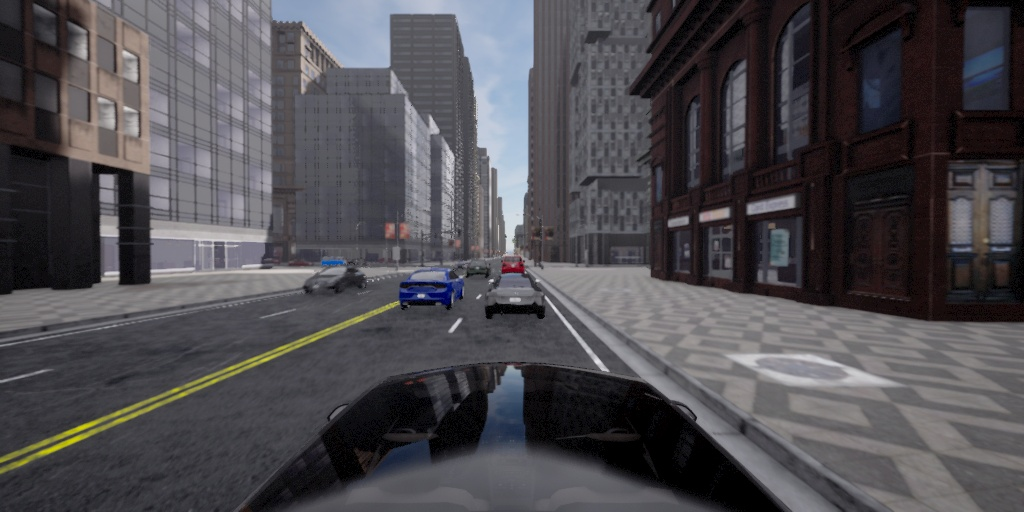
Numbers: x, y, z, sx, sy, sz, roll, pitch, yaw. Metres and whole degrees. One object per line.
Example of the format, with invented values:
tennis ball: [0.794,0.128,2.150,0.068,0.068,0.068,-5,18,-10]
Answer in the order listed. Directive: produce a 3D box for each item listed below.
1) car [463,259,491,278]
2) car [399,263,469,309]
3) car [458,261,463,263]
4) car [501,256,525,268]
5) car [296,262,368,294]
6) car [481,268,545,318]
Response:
car: [-3.150,1.117,34.755,2.097,1.767,4.553,0,0,0]
car: [-3.151,1.235,14.914,1.882,1.535,5.008,0,0,0]
car: [-6.559,1.337,47.242,1.994,1.385,4.181,0,0,0]
car: [0.101,0.987,34.870,2.150,2.045,5.566,0,0,0]
car: [-9.851,1.285,20.368,1.812,1.442,4.674,0,0,0]
car: [0.099,1.321,13.070,1.994,1.385,4.181,0,0,0]
